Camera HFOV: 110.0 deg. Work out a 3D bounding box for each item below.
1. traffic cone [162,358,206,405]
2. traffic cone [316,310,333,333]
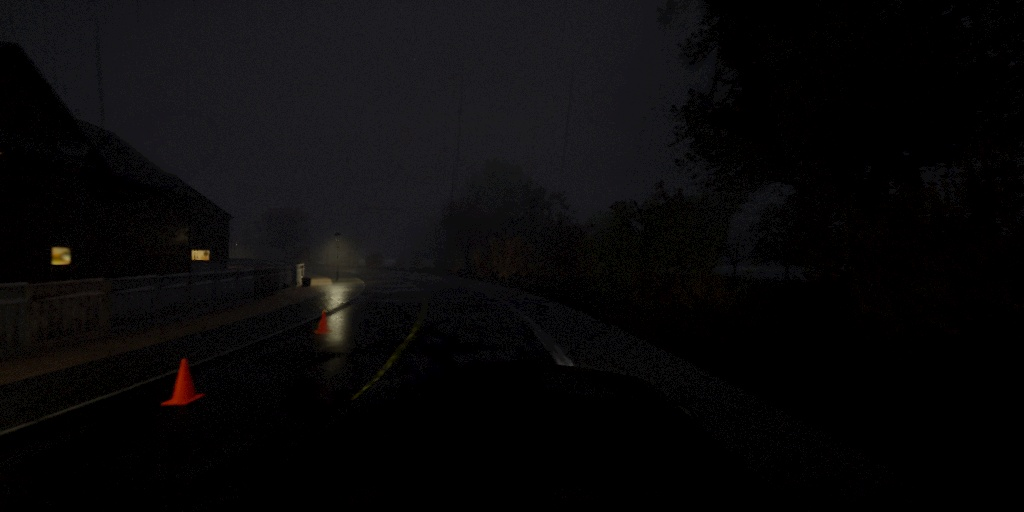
[{"bbox_3d":[-4.700,1.771,5.148,0.340,0.580,0.340,0,0,-4],"label":"traffic cone"},{"bbox_3d":[-5.200,1.807,9.930,0.340,0.580,0.340,0,0,-8],"label":"traffic cone"}]
